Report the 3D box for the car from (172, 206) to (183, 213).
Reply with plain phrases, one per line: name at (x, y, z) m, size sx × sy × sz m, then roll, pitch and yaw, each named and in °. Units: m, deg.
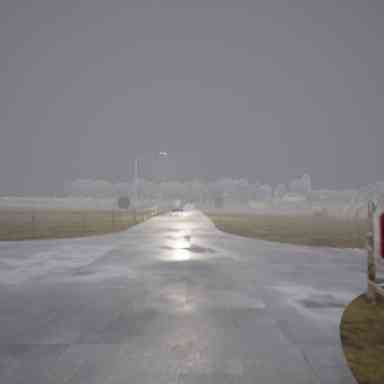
car at (-2.740, 3.291, 63.560) m, size 1.994 × 1.385 × 4.181 m, roll 0°, pitch -2°, yaw 0°
